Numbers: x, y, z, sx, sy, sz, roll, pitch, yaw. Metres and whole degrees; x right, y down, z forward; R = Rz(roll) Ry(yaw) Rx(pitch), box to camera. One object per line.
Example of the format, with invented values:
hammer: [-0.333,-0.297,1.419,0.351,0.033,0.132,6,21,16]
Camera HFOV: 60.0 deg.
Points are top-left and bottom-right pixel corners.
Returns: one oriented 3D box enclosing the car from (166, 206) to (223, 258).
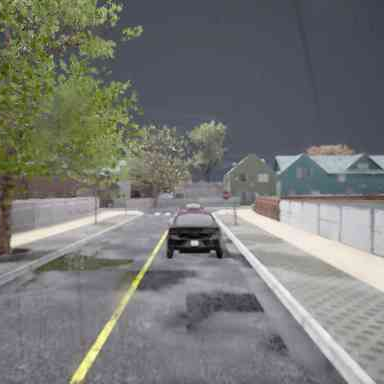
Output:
car: [0.097,1.465,12.766,1.882,1.535,5.008,0,-1,0]

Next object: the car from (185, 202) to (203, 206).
car: [0.118,1.502,26.553,1.812,1.442,4.674,0,0,1]
